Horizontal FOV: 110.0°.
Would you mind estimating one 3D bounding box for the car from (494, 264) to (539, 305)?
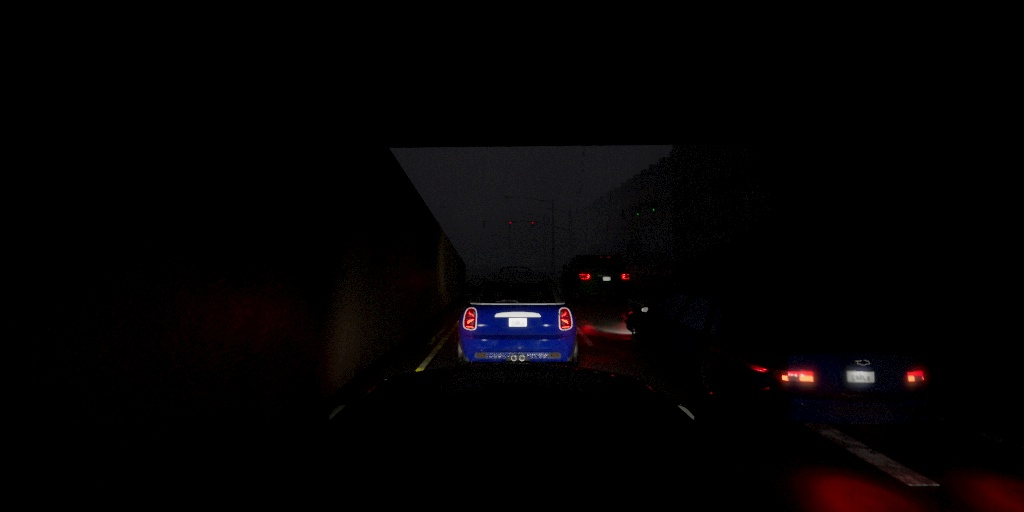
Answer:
[{"bbox_3d":[0.136,1.228,17.267,1.882,1.535,5.008,0,0,-1],"label":"car"}]

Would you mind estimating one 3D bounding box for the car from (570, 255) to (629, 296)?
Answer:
[{"bbox_3d":[3.649,0.971,16.458,2.150,2.045,5.566,0,0,0],"label":"car"}]

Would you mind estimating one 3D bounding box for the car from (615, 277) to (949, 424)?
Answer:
[{"bbox_3d":[3.612,1.297,6.212,2.033,1.411,5.357,0,0,0],"label":"car"}]

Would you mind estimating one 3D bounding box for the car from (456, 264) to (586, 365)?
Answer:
[{"bbox_3d":[0.108,1.102,7.984,2.097,1.767,4.553,0,0,0],"label":"car"}]
